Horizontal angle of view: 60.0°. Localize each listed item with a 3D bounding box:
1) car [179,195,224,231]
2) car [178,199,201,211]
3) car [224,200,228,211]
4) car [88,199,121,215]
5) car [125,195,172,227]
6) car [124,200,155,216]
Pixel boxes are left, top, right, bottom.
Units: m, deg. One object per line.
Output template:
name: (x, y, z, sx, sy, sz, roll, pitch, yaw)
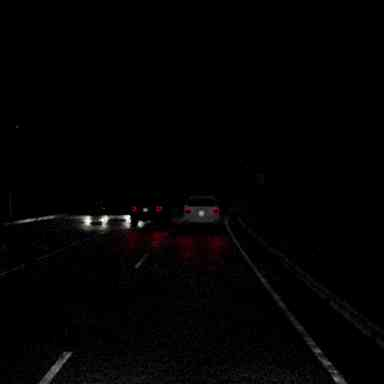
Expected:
car: (0.683, 1.224, 20.896, 2.150, 2.045, 5.566, 0, 0, 4)
car: (-0.250, 1.567, 41.031, 1.994, 1.385, 4.181, 0, 0, 11)
car: (3.325, 1.556, 41.245, 2.033, 1.411, 5.357, 0, 0, 12)
car: (-8.785, 1.471, 33.693, 1.882, 1.535, 5.008, 0, 0, 7)
car: (-2.692, 1.220, 23.036, 2.150, 2.045, 5.566, 0, 0, 3)
car: (-5.260, 1.562, 33.665, 1.994, 1.385, 4.181, 0, 0, 8)
